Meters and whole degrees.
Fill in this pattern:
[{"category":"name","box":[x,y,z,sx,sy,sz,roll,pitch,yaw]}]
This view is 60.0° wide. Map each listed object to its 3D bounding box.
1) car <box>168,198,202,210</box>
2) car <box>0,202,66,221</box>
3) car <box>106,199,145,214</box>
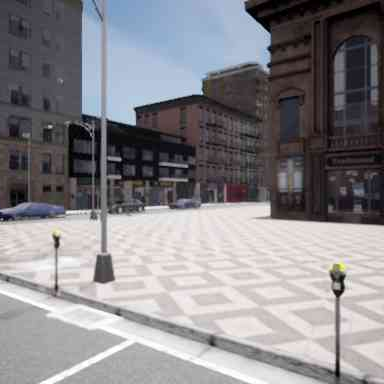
[{"category":"car","box":[-0.848,1.557,44.212,2.033,1.411,5.357,0,0,36]},{"category":"car","box":[-13.183,1.543,27.476,2.033,1.411,5.357,0,0,36]},{"category":"car","box":[-7.148,1.506,35.667,1.837,1.490,4.892,0,0,37]}]
